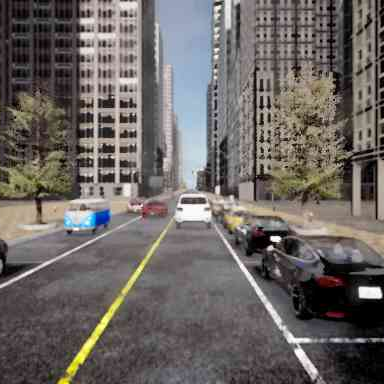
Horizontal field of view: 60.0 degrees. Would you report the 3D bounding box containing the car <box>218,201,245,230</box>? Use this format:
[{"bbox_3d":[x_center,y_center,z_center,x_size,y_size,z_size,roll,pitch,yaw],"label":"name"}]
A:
[{"bbox_3d":[2.685,1.477,18.612,1.752,1.417,4.829,0,0,0],"label":"car"}]

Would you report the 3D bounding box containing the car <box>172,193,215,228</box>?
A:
[{"bbox_3d":[0.090,1.163,21.890,2.150,2.045,5.566,0,0,0],"label":"car"}]

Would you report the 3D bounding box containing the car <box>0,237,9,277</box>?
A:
[{"bbox_3d":[-5.692,1.533,7.101,2.008,1.369,4.403,0,0,0],"label":"car"}]

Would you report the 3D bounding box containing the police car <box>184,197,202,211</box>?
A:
[{"bbox_3d":[0.087,1.386,39.807,2.038,1.542,4.974,0,0,0],"label":"police car"}]

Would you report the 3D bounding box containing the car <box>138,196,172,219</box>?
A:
[{"bbox_3d":[-3.087,1.398,28.478,1.882,1.535,5.008,0,0,0],"label":"car"}]

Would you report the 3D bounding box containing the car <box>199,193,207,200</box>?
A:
[{"bbox_3d":[2.761,1.127,84.708,1.967,1.590,4.097,0,0,0],"label":"car"}]

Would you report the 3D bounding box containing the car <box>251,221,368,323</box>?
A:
[{"bbox_3d":[2.689,1.548,7.105,1.947,1.339,4.313,0,0,0],"label":"car"}]

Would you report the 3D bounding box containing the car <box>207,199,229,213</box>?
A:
[{"bbox_3d":[2.680,1.448,35.448,2.008,1.369,4.403,0,0,0],"label":"car"}]

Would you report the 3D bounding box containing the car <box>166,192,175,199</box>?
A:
[{"bbox_3d":[-5.746,0.972,90.391,2.192,1.841,5.009,0,0,0],"label":"car"}]

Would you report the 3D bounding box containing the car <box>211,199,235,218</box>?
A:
[{"bbox_3d":[2.682,1.441,29.950,1.752,1.417,4.829,0,0,0],"label":"car"}]

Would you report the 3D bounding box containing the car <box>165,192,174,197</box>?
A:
[{"bbox_3d":[-5.811,1.127,84.706,1.967,1.590,4.097,0,0,0],"label":"car"}]

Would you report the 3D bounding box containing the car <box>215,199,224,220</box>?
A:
[{"bbox_3d":[2.684,1.486,24.110,2.008,1.369,4.403,0,0,0],"label":"car"}]

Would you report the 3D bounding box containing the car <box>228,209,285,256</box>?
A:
[{"bbox_3d":[2.687,1.533,12.773,1.947,1.339,4.313,0,0,0],"label":"car"}]

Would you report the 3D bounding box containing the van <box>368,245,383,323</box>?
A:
[{"bbox_3d":[2.691,1.337,1.436,1.690,1.788,3.998,0,0,0],"label":"van"}]

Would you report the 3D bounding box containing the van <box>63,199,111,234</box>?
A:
[{"bbox_3d":[-5.695,1.293,18.438,1.690,1.788,3.998,0,0,0],"label":"van"}]

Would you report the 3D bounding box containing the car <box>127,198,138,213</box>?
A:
[{"bbox_3d":[-5.700,1.337,35.444,1.967,1.590,4.097,0,0,0],"label":"car"}]
